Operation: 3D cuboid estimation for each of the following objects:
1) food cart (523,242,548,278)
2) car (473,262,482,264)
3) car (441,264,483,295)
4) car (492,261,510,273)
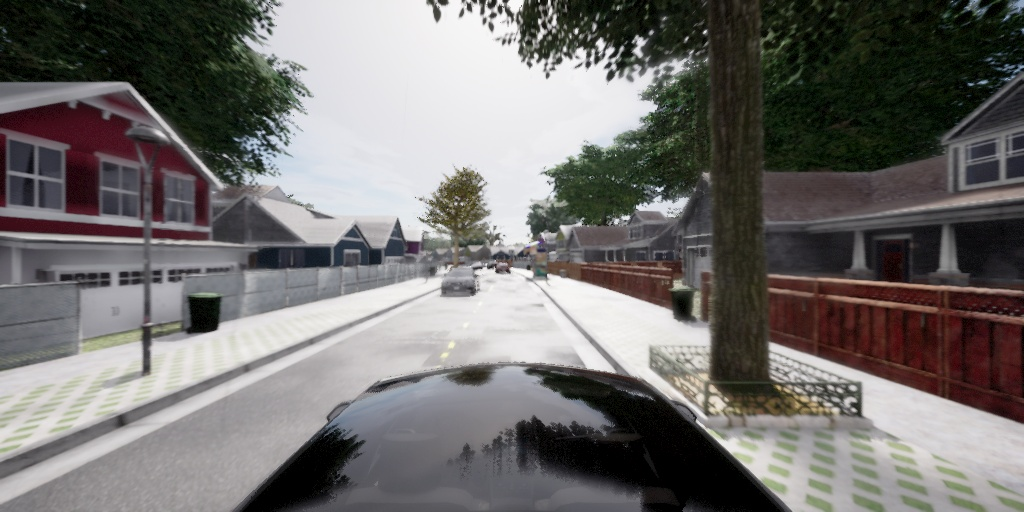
[{"bbox_3d":[2.654,0.444,35.595,2.280,3.560,4.660,0,0,-3],"label":"food cart"},{"bbox_3d":[-6.025,1.763,62.526,2.033,1.411,5.357,0,-1,-8],"label":"car"},{"bbox_3d":[-2.877,1.403,20.786,1.812,1.442,4.674,0,0,-1],"label":"car"},{"bbox_3d":[-1.310,1.613,48.993,1.812,1.442,4.674,0,-1,-6],"label":"car"}]
